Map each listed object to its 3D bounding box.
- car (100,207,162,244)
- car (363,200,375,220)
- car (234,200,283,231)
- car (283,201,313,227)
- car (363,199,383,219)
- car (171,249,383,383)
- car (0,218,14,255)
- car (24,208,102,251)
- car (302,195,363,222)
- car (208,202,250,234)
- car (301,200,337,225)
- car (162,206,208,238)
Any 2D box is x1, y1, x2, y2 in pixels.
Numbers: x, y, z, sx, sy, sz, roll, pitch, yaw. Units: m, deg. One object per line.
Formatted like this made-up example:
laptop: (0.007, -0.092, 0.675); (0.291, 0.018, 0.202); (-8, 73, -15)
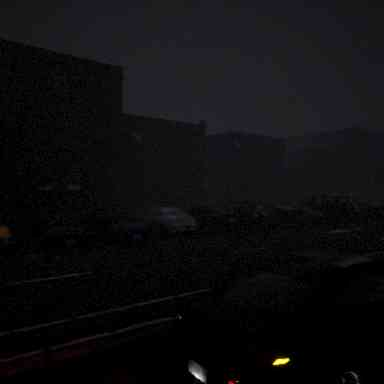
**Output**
car: (-3.721, 1.507, 16.120); (2.163, 1.488, 4.792); (0, 0, -36)
car: (11.955, 1.571, 27.380); (2.002, 1.452, 4.674); (0, 0, -36)
car: (3.006, 1.368, 20.935); (2.185, 1.767, 4.553); (0, 0, -36)
car: (5.232, 1.501, 22.562); (2.097, 1.535, 5.008); (0, 0, -36)
car: (14.178, 1.573, 29.012); (2.163, 1.488, 4.792); (0, 0, -36)
car: (1.926, 1.529, 4.506); (4.674, 1.442, 1.812); (0, 0, -36)
car: (-8.112, 1.470, 12.783); (1.946, 1.575, 5.366); (0, 0, -36)
car: (-5.961, 1.505, 14.515); (2.163, 1.488, 4.792); (0, 0, -36)
car: (9.696, 1.269, 25.801); (2.435, 2.045, 5.566); (0, 0, -36)
car: (0.730, 1.516, 19.379); (2.163, 1.488, 4.792); (0, 0, -36)
car: (7.486, 1.540, 24.147); (2.163, 1.488, 4.792); (0, 0, -36)
car: (-1.524, 1.522, 17.726); (2.002, 1.452, 4.674); (0, 0, -36)
